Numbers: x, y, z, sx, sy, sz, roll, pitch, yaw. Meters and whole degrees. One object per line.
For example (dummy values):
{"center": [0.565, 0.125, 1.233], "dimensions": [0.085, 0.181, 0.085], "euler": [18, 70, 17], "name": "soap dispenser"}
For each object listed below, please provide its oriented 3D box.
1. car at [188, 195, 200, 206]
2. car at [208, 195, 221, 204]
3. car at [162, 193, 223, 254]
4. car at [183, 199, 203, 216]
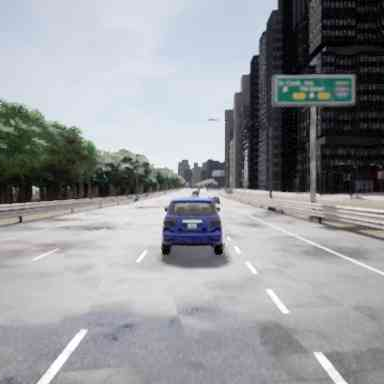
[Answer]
{"center": [0.293, 1.350, 53.298], "dimensions": [1.837, 1.490, 4.892], "euler": [0, 0, 1], "name": "car"}
{"center": [3.978, 1.281, 60.428], "dimensions": [2.128, 1.511, 4.902], "euler": [0, 1, 1], "name": "car"}
{"center": [0.016, 1.215, 13.677], "dimensions": [2.150, 2.045, 5.566], "euler": [0, 0, 0], "name": "car"}
{"center": [0.113, 1.478, 33.288], "dimensions": [1.812, 1.442, 4.674], "euler": [0, 0, 0], "name": "car"}
